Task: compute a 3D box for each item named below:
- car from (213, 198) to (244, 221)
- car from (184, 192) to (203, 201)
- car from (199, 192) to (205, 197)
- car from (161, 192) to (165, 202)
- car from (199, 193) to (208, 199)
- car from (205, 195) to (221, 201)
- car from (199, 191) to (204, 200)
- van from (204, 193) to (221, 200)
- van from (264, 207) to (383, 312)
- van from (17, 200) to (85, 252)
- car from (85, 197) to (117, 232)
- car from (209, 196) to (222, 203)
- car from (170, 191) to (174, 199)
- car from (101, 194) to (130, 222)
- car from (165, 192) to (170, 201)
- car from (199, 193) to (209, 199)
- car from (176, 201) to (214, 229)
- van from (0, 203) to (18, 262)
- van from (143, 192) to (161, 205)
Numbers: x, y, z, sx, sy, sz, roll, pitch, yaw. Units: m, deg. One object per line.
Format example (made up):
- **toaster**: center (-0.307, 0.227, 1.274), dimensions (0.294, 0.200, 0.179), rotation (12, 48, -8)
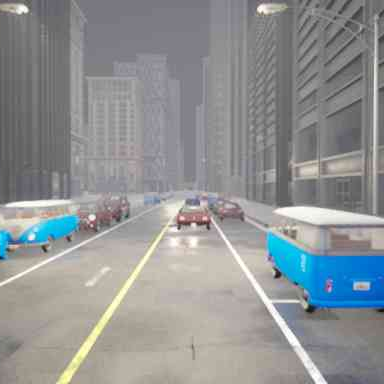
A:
- **car**: center (2.752, 1.373, 24.176), dimensions (1.802, 1.307, 4.206), rotation (0, 0, 0)
- **car**: center (0.087, 1.120, 41.378), dimensions (1.882, 1.535, 5.008), rotation (0, 1, 0)
- **car**: center (2.729, 0.714, 92.031), dimensions (1.752, 1.417, 4.829), rotation (0, 1, 0)
- **car**: center (-5.783, 1.092, 52.372), dimensions (1.887, 1.381, 4.507), rotation (0, 0, 0)
- **car**: center (2.733, 0.861, 80.580), dimensions (1.947, 1.339, 4.313), rotation (0, 1, 0)
- **car**: center (2.748, 1.259, 35.457), dimensions (1.947, 1.339, 4.313), rotation (0, 0, 0)
- **car**: center (2.738, 0.992, 63.659), dimensions (1.887, 1.381, 4.507), rotation (0, 1, 0)
- **van**: center (2.745, 0.985, 41.095), dimensions (1.690, 1.788, 3.998), rotation (0, 0, 0)
- **van**: center (2.757, 1.278, 7.252), dimensions (1.690, 1.788, 3.998), rotation (0, 0, 0)
- **van**: center (-5.771, 1.230, 12.885), dimensions (1.690, 1.788, 3.998), rotation (0, 0, 0)
- **car**: center (-5.772, 1.280, 18.526), dimensions (1.967, 1.590, 4.097), rotation (0, 0, 0)
- **car**: center (2.750, 1.324, 29.816), dimensions (1.802, 1.307, 4.206), rotation (0, 0, 0)
- **car**: center (-5.791, 0.788, 74.933), dimensions (1.967, 1.590, 4.097), rotation (0, 1, 0)
- **car**: center (-5.774, 1.107, 24.167), dimensions (2.192, 1.841, 5.009), rotation (0, 0, 0)
- **car**: center (-5.787, 1.014, 63.653), dimensions (1.947, 1.339, 4.313), rotation (0, 1, 0)
- **car**: center (2.735, 0.898, 74.939), dimensions (2.008, 1.369, 4.403), rotation (0, 1, 0)
- **car**: center (0.093, 1.428, 19.949), dimensions (1.895, 1.301, 4.718), rotation (0, 0, 0)
- **van**: center (-5.769, 1.278, 7.245), dimensions (1.690, 1.788, 3.998), rotation (0, 0, 0)
- **van**: center (-5.782, 0.937, 46.730), dimensions (1.690, 1.788, 3.998), rotation (0, 0, 0)
